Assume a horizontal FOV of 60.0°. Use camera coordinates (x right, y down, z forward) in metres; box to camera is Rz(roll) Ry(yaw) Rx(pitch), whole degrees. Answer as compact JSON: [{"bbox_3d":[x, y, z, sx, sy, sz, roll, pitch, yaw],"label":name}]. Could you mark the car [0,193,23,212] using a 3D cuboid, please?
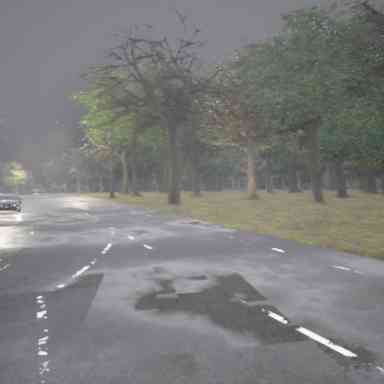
[{"bbox_3d":[-15.359,0.900,27.870,1.837,1.490,4.892,-2,2,-26],"label":"car"}]
